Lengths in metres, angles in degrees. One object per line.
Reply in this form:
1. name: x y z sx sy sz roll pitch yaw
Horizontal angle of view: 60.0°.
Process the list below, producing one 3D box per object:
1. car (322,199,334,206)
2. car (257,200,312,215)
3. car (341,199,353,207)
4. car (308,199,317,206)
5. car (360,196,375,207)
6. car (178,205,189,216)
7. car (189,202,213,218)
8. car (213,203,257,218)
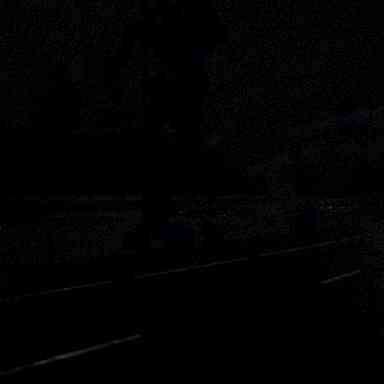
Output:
1. car: 27.114 2.050 66.233 1.882 1.535 5.008 -1 -1 30
2. car: 8.277 1.781 29.525 2.128 1.511 4.902 -1 -1 45
3. car: 29.566 2.018 63.420 1.882 1.535 5.008 -1 -1 30
4. car: 24.999 2.108 69.734 2.033 1.411 5.357 -1 -1 28
5. car: 32.664 1.724 61.799 2.150 2.045 5.566 -1 -1 30
6. car: 0.625 1.920 36.706 1.837 1.490 4.892 -1 -1 45
7. car: 2.423 1.848 33.564 5.008 1.535 1.882 0 -1 -45
8. car: 4.301 1.888 30.524 4.181 1.385 1.994 0 -1 -44
